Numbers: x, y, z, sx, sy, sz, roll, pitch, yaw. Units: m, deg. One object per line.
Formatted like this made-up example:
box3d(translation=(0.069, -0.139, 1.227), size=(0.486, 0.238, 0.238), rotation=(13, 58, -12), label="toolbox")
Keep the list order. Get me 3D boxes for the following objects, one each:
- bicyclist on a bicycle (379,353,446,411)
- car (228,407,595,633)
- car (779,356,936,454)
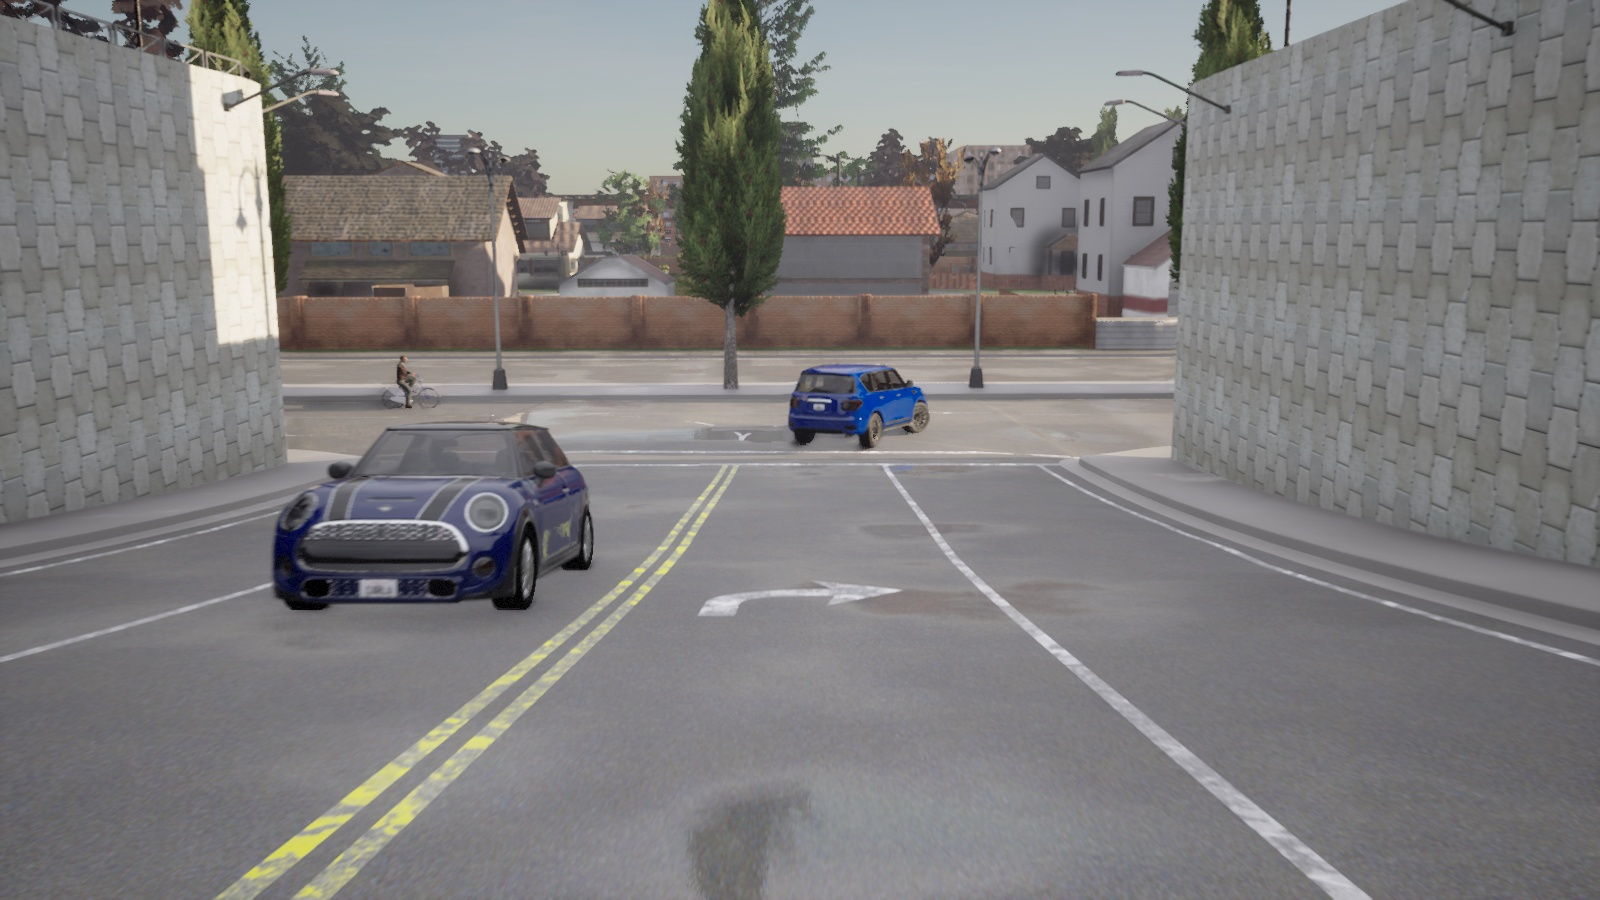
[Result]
box3d(translation=(-12.434, -2.191, 40.295), size=(1.843, 1.776, 0.659), rotation=(0, 10, -1), label="bicyclist on a bicycle")
box3d(translation=(-3.417, 0.507, 12.111), size=(2.097, 1.767, 4.553), rotation=(0, 1, 0), label="car")
box3d(translation=(1.656, -1.311, 33.657), size=(2.150, 2.045, 5.566), rotation=(4, 9, 26), label="car")
